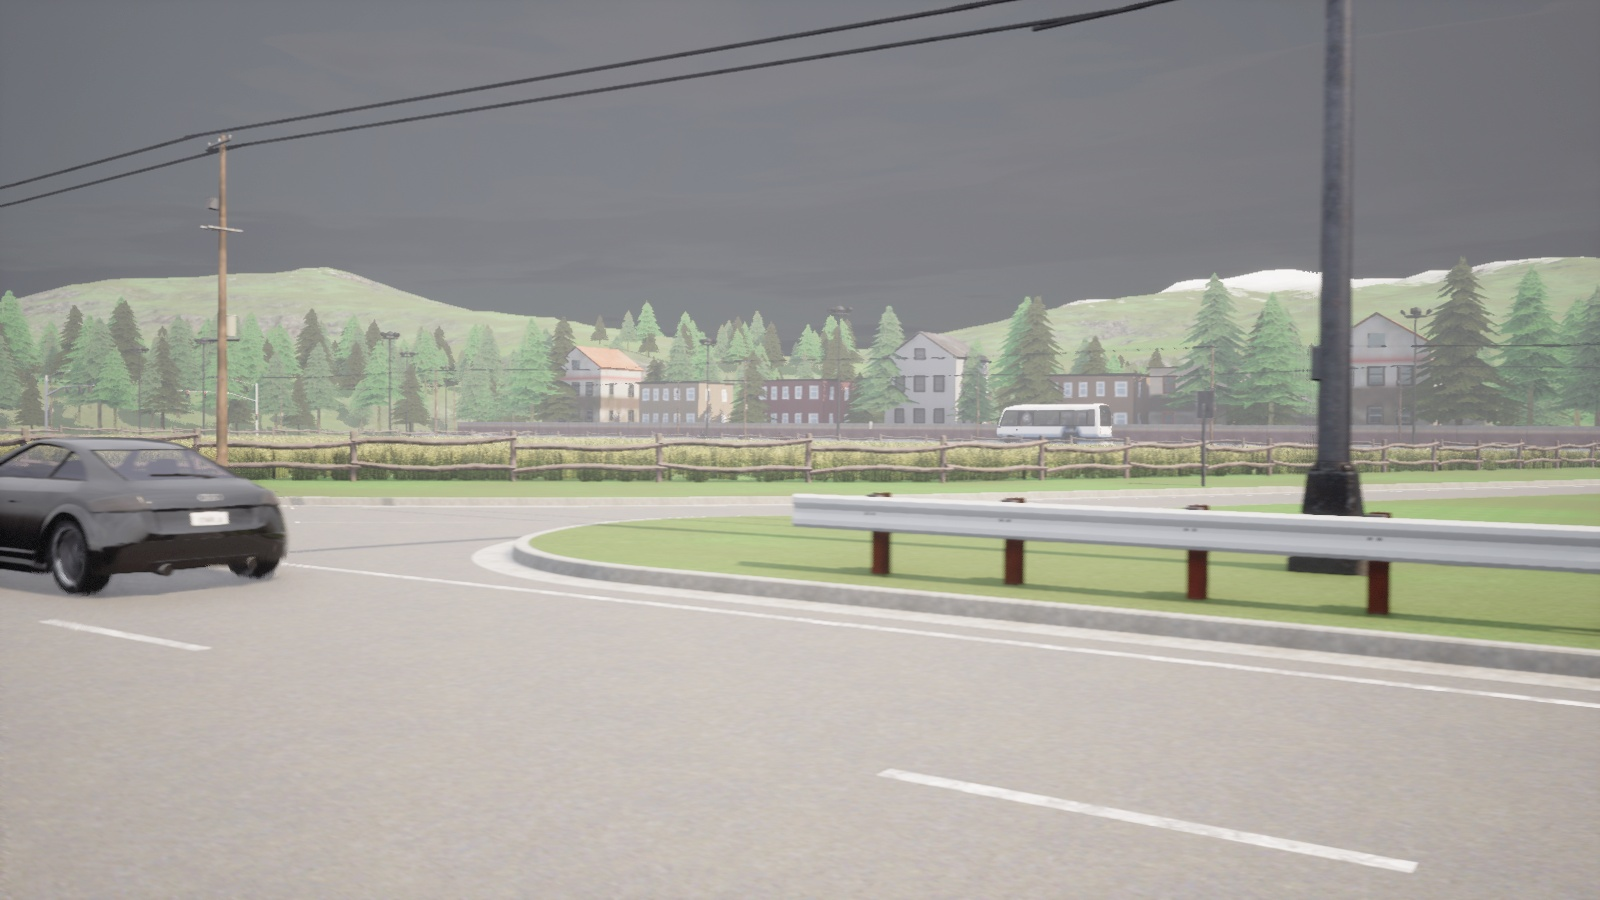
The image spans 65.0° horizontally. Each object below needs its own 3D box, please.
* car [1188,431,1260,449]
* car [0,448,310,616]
[{"bbox_3d":[31.752,-0.740,94.061,4.718,1.301,1.895,0,1,34],"label":"car"},{"bbox_3d":[-7.066,0.688,12.521,4.181,1.385,1.994,0,1,34],"label":"car"}]
